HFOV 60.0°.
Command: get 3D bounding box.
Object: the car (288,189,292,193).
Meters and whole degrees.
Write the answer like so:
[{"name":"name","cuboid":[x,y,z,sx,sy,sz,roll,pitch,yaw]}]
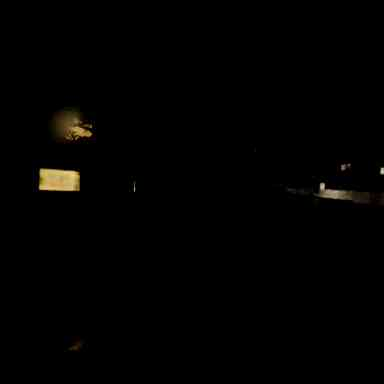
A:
[{"name":"car","cuboid":[14.519,0.264,52.341,2.128,1.511,4.902,1,2,-3]}]
